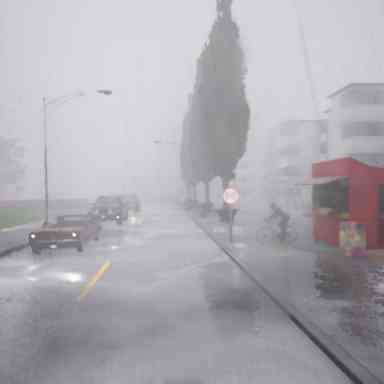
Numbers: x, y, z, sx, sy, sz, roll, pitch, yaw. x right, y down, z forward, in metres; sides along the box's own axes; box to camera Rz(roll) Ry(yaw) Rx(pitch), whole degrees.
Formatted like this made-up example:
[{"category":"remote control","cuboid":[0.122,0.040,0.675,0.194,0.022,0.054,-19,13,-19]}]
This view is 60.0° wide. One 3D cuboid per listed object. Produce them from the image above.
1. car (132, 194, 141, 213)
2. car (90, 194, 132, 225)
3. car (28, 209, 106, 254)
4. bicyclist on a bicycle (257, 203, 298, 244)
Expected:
[{"category":"car","cuboid":[-7.036,1.243,37.402,2.150,2.045,5.566,-1,0,-4]},{"category":"car","cuboid":[-6.044,1.263,24.567,2.150,2.045,5.566,-1,0,-5]},{"category":"car","cuboid":[-5.187,1.658,14.198,1.895,1.301,4.718,-1,0,-5]},{"category":"bicyclist on a bicycle","cuboid":[3.329,1.239,13.033,1.656,1.620,0.582,-1,0,-5]}]
